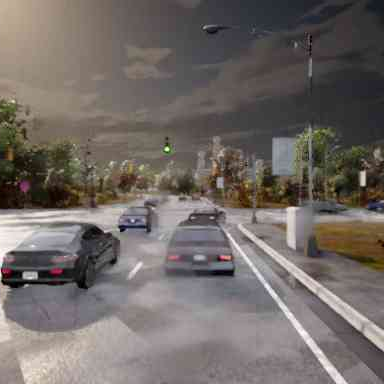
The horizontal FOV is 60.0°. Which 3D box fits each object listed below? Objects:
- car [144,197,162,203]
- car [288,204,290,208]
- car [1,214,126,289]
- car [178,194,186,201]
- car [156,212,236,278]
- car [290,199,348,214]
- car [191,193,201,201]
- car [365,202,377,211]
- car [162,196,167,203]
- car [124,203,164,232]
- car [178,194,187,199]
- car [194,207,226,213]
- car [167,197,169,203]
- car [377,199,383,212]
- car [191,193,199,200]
[{"bbox_3d":[-6.404,1.668,52.578,2.033,1.411,5.357,0,0,1],"label":"car"},{"bbox_3d":[13.962,1.576,39.411,5.008,1.535,1.882,0,0,-2],"label":"car"},{"bbox_3d":[-3.301,1.561,9.146,1.812,1.442,4.674,0,0,1],"label":"car"},{"bbox_3d":[-2.420,1.559,82.499,1.895,1.301,4.718,0,1,0],"label":"car"},{"bbox_3d":[0.210,1.587,10.226,2.033,1.411,5.357,0,0,1],"label":"car"},{"bbox_3d":[13.896,1.639,35.905,5.357,1.411,2.033,0,0,-2],"label":"car"},{"bbox_3d":[1.084,1.491,82.771,1.812,1.442,4.674,0,1,0],"label":"car"},{"bbox_3d":[23.407,1.578,39.816,5.008,1.535,1.882,0,0,-2],"label":"car"},{"bbox_3d":[-6.222,1.657,62.269,1.812,1.442,4.674,0,0,1],"label":"car"},{"bbox_3d":[-3.177,1.608,20.503,2.033,1.411,5.357,0,0,1],"label":"car"},{"bbox_3d":[-2.663,1.242,92.586,2.033,1.411,5.357,0,1,-7],"label":"car"},{"bbox_3d":[1.203,1.667,23.190,1.895,1.301,4.718,0,0,14],"label":"car"},{"bbox_3d":[-6.038,1.624,72.848,2.033,1.411,5.357,0,0,1],"label":"car"},{"bbox_3d":[23.090,1.657,36.294,4.181,1.385,1.994,0,0,-1],"label":"car"},{"bbox_3d":[0.835,1.147,92.746,2.097,1.767,4.553,0,1,-4],"label":"car"}]
